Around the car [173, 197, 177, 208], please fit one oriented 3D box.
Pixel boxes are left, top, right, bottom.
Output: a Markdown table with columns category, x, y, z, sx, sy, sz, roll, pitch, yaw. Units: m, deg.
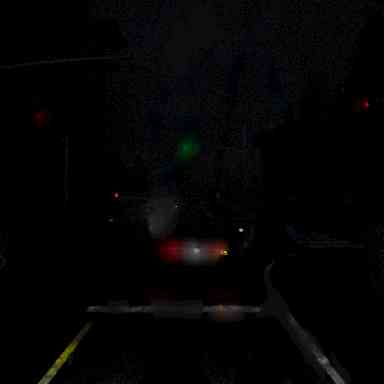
| category | x | y | z | sx | sy | sz | roll | pitch | yaw |
| --- | --- | --- | --- | --- | --- | --- | --- | --- | --- |
| car | -3.579 | 1.671 | 47.335 | 1.895 | 1.301 | 4.718 | 0 | 0 | 0 |

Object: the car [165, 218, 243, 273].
| category | x | y | z | sx | sy | sz | roll | pitch | yaw |
| --- | --- | --- | --- | --- | --- | --- | --- | --- | --- |
| car | 0.602 | 1.560 | 10.864 | 2.033 | 1.411 | 5.357 | 0 | 0 | 12 |

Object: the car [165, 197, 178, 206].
| category | x | y | z | sx | sy | sz | roll | pitch | yaw |
| --- | --- | --- | --- | --- | --- | --- | --- | --- | --- |
| car | -3.501 | 1.633 | 57.983 | 2.033 | 1.411 | 5.357 | 0 | 0 | 0 |

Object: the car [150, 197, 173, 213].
| category | x | y | z | sx | sy | sz | roll | pitch | yaw |
| --- | --- | --- | --- | --- | --- | --- | --- | --- | --- |
| car | -3.595 | 1.547 | 37.399 | 2.128 | 1.511 | 4.902 | 0 | 0 | 0 |

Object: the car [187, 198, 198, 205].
| category | x | y | z | sx | sy | sz | roll | pitch | yaw |
| --- | --- | --- | --- | --- | --- | --- | --- | --- | --- |
| car | 0.100 | 1.688 | 58.749 | 1.895 | 1.301 | 4.718 | 0 | 0 | 0 |
